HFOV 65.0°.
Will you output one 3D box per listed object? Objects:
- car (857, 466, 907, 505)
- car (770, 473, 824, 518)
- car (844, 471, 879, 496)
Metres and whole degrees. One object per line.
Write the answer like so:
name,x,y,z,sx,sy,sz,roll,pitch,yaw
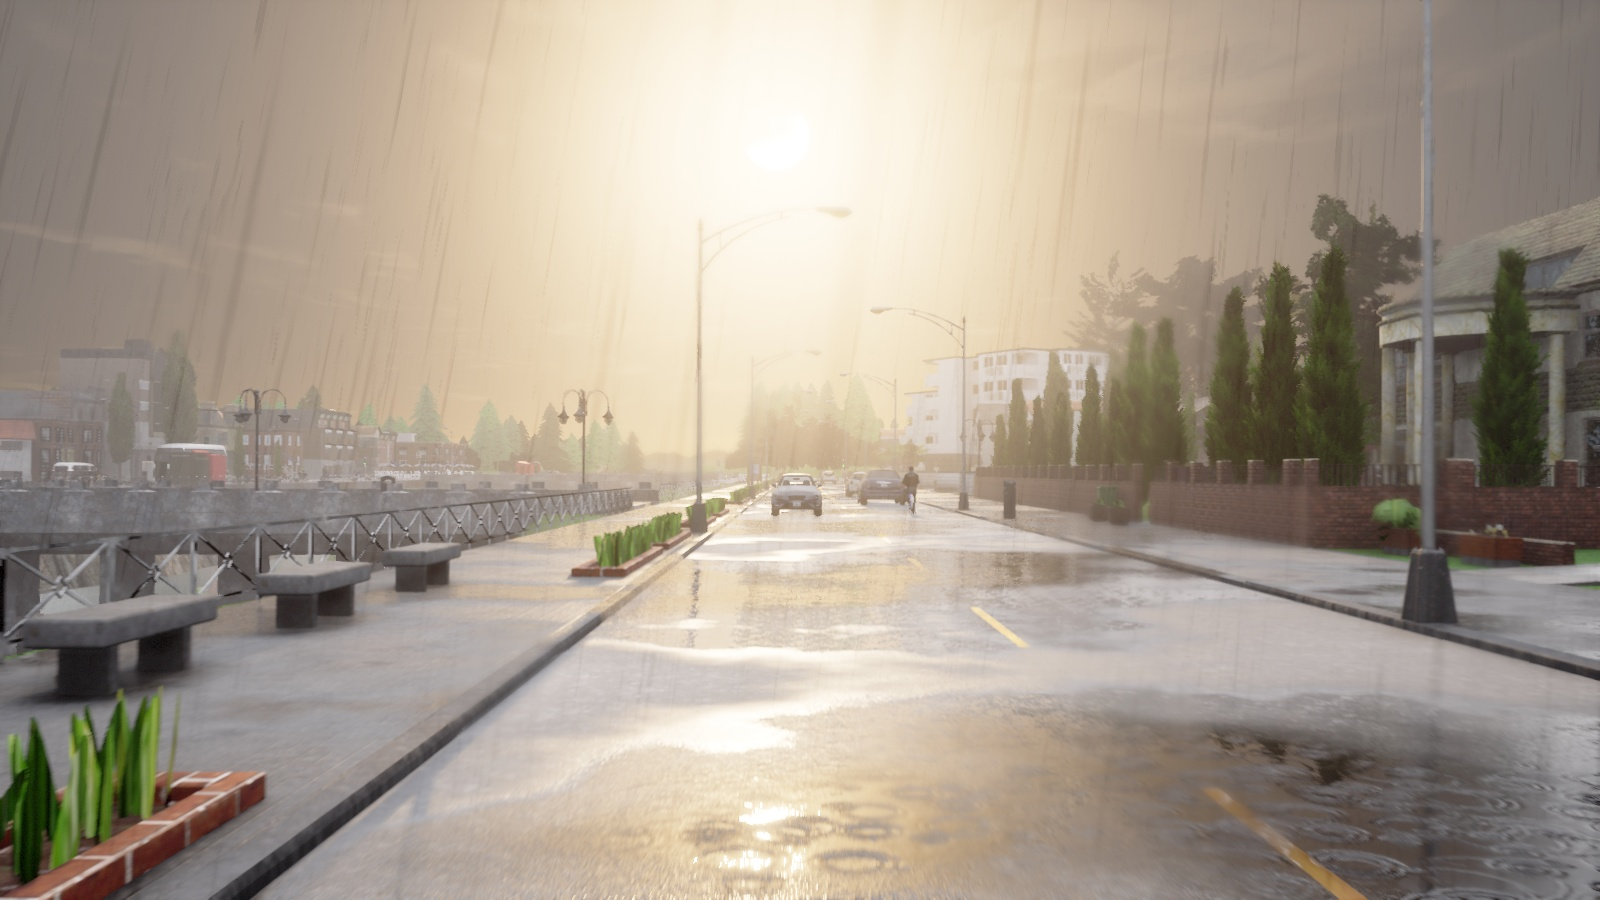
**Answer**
car,3.859,1.660,59.852,2.097,1.767,4.553,0,-1,0
car,-0.105,1.574,44.509,1.816,1.474,4.193,0,-1,0
car,3.817,2.069,77.894,1.970,1.475,3.806,0,-1,0
